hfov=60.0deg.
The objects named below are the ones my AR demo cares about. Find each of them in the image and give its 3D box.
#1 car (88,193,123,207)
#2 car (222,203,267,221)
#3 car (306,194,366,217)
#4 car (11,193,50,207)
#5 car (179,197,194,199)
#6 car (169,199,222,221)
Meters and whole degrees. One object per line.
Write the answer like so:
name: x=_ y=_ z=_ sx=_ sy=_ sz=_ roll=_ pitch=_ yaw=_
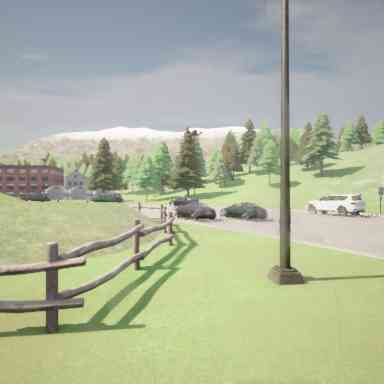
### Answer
car: x=-13.218 y=1.222 z=50.735 sx=5.566 sy=2.045 sz=2.150 roll=0 pitch=0 yaw=22
car: x=4.193 y=1.564 z=27.467 sx=1.994 sy=1.385 sz=4.181 roll=0 pitch=0 yaw=-33
car: x=13.748 y=1.218 z=32.092 sx=2.150 sy=2.045 sz=5.566 roll=0 pitch=0 yaw=-32
car: x=-24.242 y=1.224 z=49.993 sx=5.566 sy=2.045 sz=2.150 roll=0 pitch=0 yaw=10
car: x=-1.123 y=1.506 z=48.013 sx=4.892 sy=1.490 sz=1.837 roll=0 pitch=0 yaw=36
car: x=0.121 y=1.564 z=27.265 sx=1.994 sy=1.385 sz=4.181 roll=0 pitch=0 yaw=-35
